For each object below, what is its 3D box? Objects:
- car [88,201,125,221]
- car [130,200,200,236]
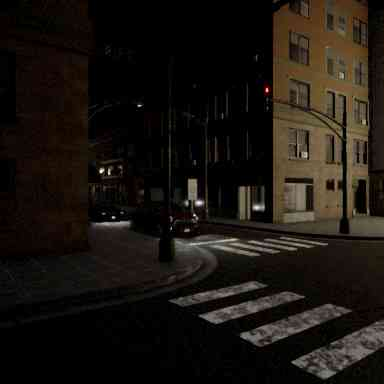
[{"bbox_3d":[-7.095,1.414,25.764,2.033,1.411,5.357,0,0,-35],"label":"car"},{"bbox_3d":[-1.546,1.269,17.984,2.097,1.767,4.553,0,0,-36],"label":"car"}]
